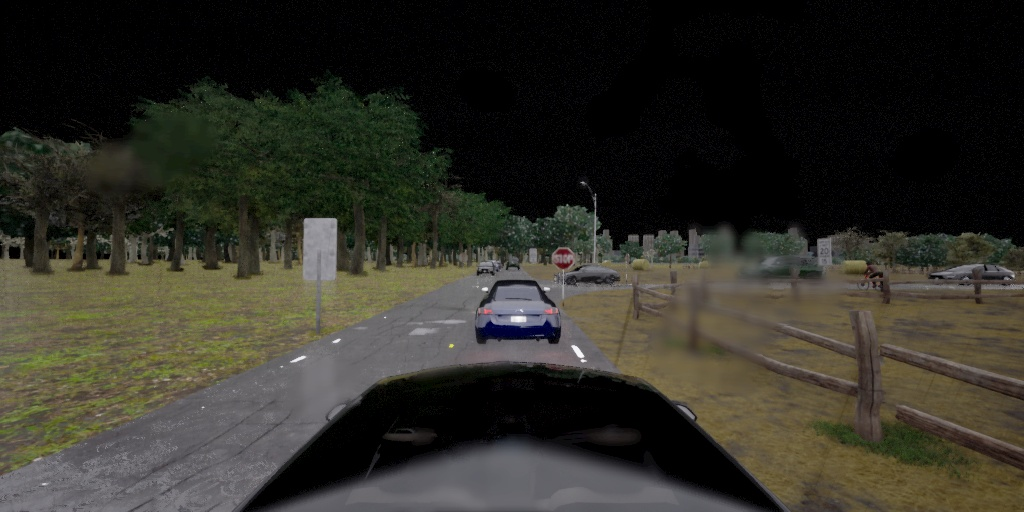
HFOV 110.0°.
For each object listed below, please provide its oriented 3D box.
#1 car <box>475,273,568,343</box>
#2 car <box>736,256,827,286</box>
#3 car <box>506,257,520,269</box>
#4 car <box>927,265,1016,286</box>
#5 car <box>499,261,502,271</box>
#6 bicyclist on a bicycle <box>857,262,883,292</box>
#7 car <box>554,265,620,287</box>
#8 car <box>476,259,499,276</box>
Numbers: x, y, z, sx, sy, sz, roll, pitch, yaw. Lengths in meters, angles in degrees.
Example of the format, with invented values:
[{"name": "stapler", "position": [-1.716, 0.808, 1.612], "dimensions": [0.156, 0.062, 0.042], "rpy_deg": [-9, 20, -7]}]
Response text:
[{"name": "car", "position": [0.114, 1.322, 9.663], "dimensions": [1.994, 1.385, 4.181], "rpy_deg": [0, 0, -1]}, {"name": "car", "position": [19.354, 1.071, 25.853], "dimensions": [5.566, 2.045, 2.150], "rpy_deg": [0, -2, 0]}, {"name": "car", "position": [0.159, 1.211, 60.473], "dimensions": [2.150, 2.045, 5.566], "rpy_deg": [0, 0, 0]}, {"name": "car", "position": [33.013, 1.375, 25.857], "dimensions": [4.892, 1.490, 1.837], "rpy_deg": [0, -2, 0]}, {"name": "car", "position": [-2.788, 1.253, 48.698], "dimensions": [2.097, 1.767, 4.553], "rpy_deg": [0, 0, 0]}, {"name": "bicyclist on a bicycle", "position": [19.932, 1.168, 19.864], "dimensions": [0.582, 1.620, 1.656], "rpy_deg": [0, 0, 0]}, {"name": "car", "position": [5.165, 1.328, 24.813], "dimensions": [4.674, 1.442, 1.812], "rpy_deg": [1, -2, -15]}, {"name": "car", "position": [-2.799, 1.346, 39.424], "dimensions": [1.837, 1.490, 4.892], "rpy_deg": [0, 0, 0]}]
